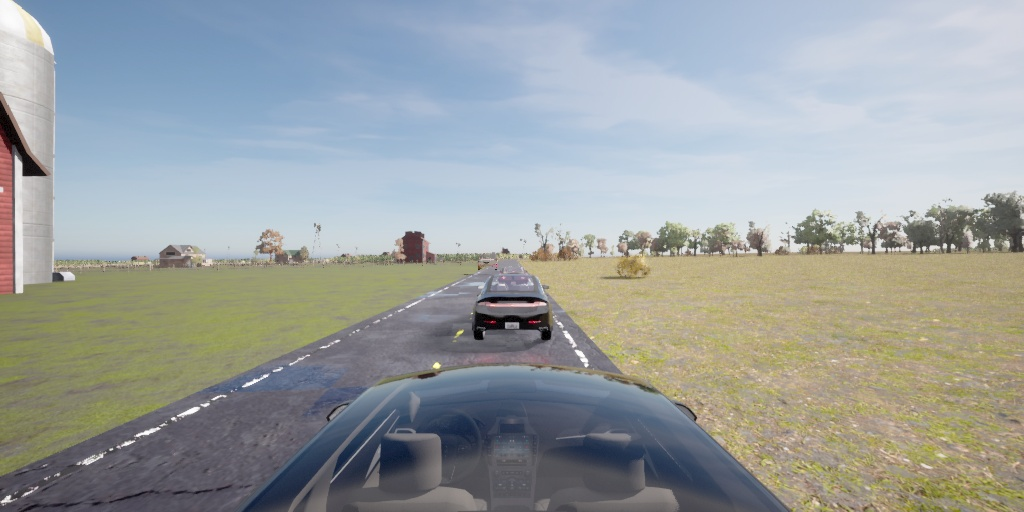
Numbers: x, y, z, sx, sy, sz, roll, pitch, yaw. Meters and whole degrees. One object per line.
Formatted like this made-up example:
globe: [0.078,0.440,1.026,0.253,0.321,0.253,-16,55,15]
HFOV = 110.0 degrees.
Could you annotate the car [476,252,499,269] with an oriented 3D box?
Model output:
car: [-2.652,0.604,39.821,2.150,2.045,5.566,0,0,0]

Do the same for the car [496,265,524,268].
car: [0.105,1.357,24.154,1.895,1.301,4.718,0,0,1]

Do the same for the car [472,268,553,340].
car: [0.030,1.243,9.920,2.128,1.511,4.902,0,0,1]
